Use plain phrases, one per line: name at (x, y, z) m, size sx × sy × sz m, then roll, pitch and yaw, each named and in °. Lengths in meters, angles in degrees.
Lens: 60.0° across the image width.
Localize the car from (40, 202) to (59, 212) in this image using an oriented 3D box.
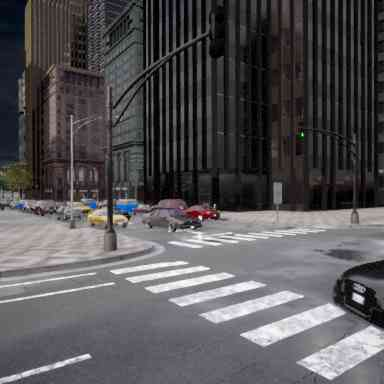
car at (-22.122, 2.283, 51.505) m, size 1.812 × 1.442 × 4.674 m, roll 0°, pitch -1°, yaw -35°

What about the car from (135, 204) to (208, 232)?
car at (-1.529, 1.795, 22.414) m, size 2.033 × 1.411 × 5.357 m, roll 0°, pitch -1°, yaw -36°

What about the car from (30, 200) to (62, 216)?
car at (-17.679, 1.901, 40.480) m, size 2.192 × 1.841 × 5.009 m, roll -1°, pitch 0°, yaw -35°

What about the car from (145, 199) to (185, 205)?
car at (-2.336, 1.669, 33.646) m, size 2.192 × 1.841 × 5.009 m, roll -1°, pitch 0°, yaw -35°

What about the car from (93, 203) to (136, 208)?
car at (-7.303, 1.984, 30.525) m, size 1.895 × 1.301 × 4.718 m, roll 0°, pitch -1°, yaw -35°

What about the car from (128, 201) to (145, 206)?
car at (-5.277, 2.005, 37.793) m, size 1.802 × 1.307 × 4.206 m, roll -1°, pitch 0°, yaw -35°

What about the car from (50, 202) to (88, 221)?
car at (-12.005, 2.004, 32.520) m, size 2.008 × 1.369 × 4.403 m, roll -1°, pitch 0°, yaw -35°

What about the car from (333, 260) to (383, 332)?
car at (4.701, 1.559, 5.715) m, size 4.181 × 1.385 × 1.994 m, roll 0°, pitch 0°, yaw -7°

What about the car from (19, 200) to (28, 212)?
car at (-23.345, 2.157, 48.439) m, size 1.967 × 1.590 × 4.097 m, roll -1°, pitch 0°, yaw -35°

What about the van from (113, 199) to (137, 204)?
van at (-8.229, 1.833, 41.940) m, size 1.690 × 1.788 × 3.998 m, roll -1°, pitch 0°, yaw -35°

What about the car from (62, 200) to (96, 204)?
car at (-13.306, 2.001, 38.969) m, size 1.882 × 1.535 × 5.008 m, roll 0°, pitch -1°, yaw -36°

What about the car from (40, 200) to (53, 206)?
car at (-34.769, 2.661, 79.181) m, size 1.947 × 1.339 × 4.313 m, roll -1°, pitch 0°, yaw -35°

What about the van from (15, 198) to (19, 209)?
van at (-26.181, 2.123, 52.419) m, size 1.690 × 1.788 × 3.998 m, roll -1°, pitch 0°, yaw -35°

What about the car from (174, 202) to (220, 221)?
car at (0.615, 1.829, 29.499) m, size 1.887 × 1.381 × 4.507 m, roll -1°, pitch 0°, yaw -35°

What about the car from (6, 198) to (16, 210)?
car at (-31.951, 2.354, 60.524) m, size 1.967 × 1.590 × 4.097 m, roll -1°, pitch 0°, yaw -35°

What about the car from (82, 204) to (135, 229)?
car at (-6.239, 1.844, 24.422) m, size 1.752 × 1.417 × 4.829 m, roll -1°, pitch 0°, yaw -35°

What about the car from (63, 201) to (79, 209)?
car at (-22.697, 2.408, 62.230) m, size 1.802 × 1.307 × 4.206 m, roll -1°, pitch 0°, yaw -35°

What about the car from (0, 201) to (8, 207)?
car at (-44.426, 2.771, 78.045) m, size 1.802 × 1.307 × 4.206 m, roll -1°, pitch 0°, yaw -35°

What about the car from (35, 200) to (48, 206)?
car at (-37.787, 2.711, 83.418) m, size 2.008 × 1.369 × 4.403 m, roll -1°, pitch 0°, yaw -35°

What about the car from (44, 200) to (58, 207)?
car at (-31.751, 2.596, 74.942) m, size 1.947 × 1.339 × 4.313 m, roll -1°, pitch 0°, yaw -35°

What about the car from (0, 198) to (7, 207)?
car at (-41.308, 2.667, 73.665) m, size 1.887 × 1.381 × 4.507 m, roll -1°, pitch 0°, yaw -35°

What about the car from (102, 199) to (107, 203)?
car at (-11.175, 1.876, 46.087) m, size 2.192 × 1.841 × 5.009 m, roll -1°, pitch 0°, yaw -35°

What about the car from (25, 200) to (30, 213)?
car at (-20.509, 2.196, 44.460) m, size 1.887 × 1.381 × 4.507 m, roll -1°, pitch 0°, yaw -35°

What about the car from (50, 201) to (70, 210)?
car at (-23.051, 2.341, 57.981) m, size 2.033 × 1.411 × 5.357 m, roll 0°, pitch -1°, yaw -35°
